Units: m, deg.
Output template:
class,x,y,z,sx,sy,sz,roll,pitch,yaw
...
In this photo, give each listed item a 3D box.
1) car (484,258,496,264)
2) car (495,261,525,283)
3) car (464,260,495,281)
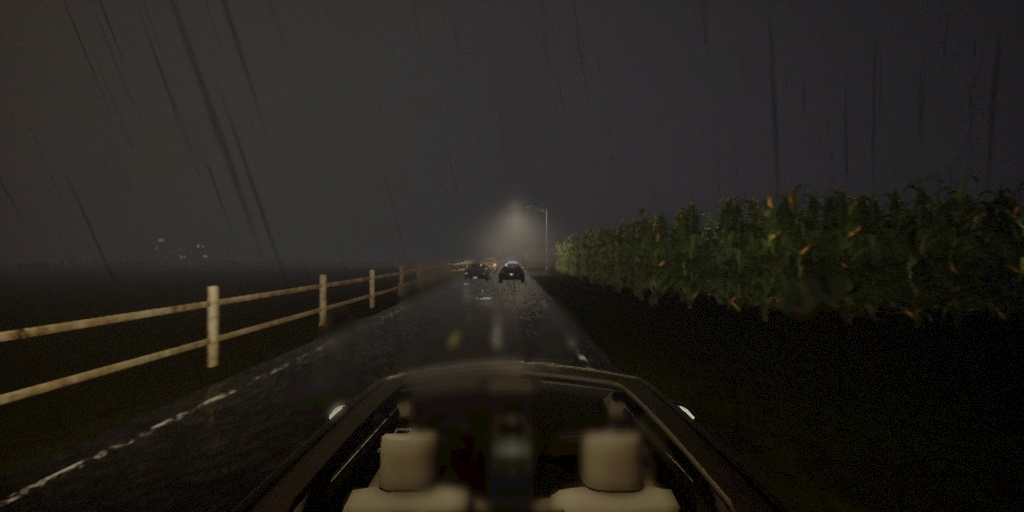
class,x,y,z,sx,sy,sz,roll,pitch,yaw
car,-2.751,1.044,43.463,2.097,1.767,4.553,0,0,0
car,0.011,1.282,27.716,1.994,1.385,4.181,0,0,1
car,-2.751,1.263,29.850,2.033,1.411,5.357,0,0,0
